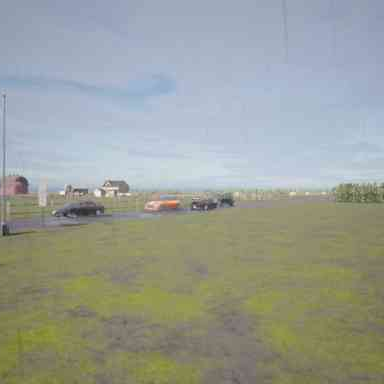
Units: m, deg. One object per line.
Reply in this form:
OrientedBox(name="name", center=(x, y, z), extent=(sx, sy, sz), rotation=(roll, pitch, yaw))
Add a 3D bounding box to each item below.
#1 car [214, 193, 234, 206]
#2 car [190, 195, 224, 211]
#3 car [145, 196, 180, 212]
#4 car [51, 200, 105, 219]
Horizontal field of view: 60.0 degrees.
OrientedBox(name="car", center=(4.303, 1.177, 50.053), extent=(2.150, 2.045, 5.566), rotation=(1, 0, 35))
OrientedBox(name="car", center=(1.666, 1.489, 40.887), extent=(1.837, 1.490, 4.892), rotation=(1, 0, 34))
OrientedBox(name="car", center=(-3.393, 1.311, 38.606), extent=(2.097, 1.767, 4.553), rotation=(1, 0, 34))
OrientedBox(name="car", center=(-9.841, 1.472, 28.954), extent=(1.837, 1.490, 4.892), rotation=(1, 0, 34))
